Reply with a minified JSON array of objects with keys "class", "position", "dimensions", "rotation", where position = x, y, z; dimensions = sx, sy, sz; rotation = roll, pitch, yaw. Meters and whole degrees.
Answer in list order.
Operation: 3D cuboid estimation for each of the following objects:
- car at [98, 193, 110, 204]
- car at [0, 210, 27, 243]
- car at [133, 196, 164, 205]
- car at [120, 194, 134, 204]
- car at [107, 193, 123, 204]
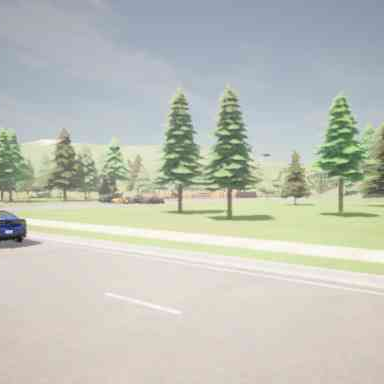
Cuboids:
[{"class":"car","position":[-15.755,1.255,65.255],"dimensions":[2.150,2.045,5.566],"rotation":[0,0,36]},{"class":"car","position":[-9.390,1.490,14.904],"dimensions":[5.008,1.535,1.882],"rotation":[-1,0,35]},{"class":"car","position":[-7.309,1.575,59.103],"dimensions":[2.033,1.411,5.357],"rotation":[0,0,36]},{"class":"car","position":[-10.178,1.522,61.102],"dimensions":[2.128,1.511,4.902],"rotation":[0,0,36]},{"class":"car","position":[-13.042,1.510,63.080],"dimensions":[1.882,1.535,5.008],"rotation":[0,0,36]}]
